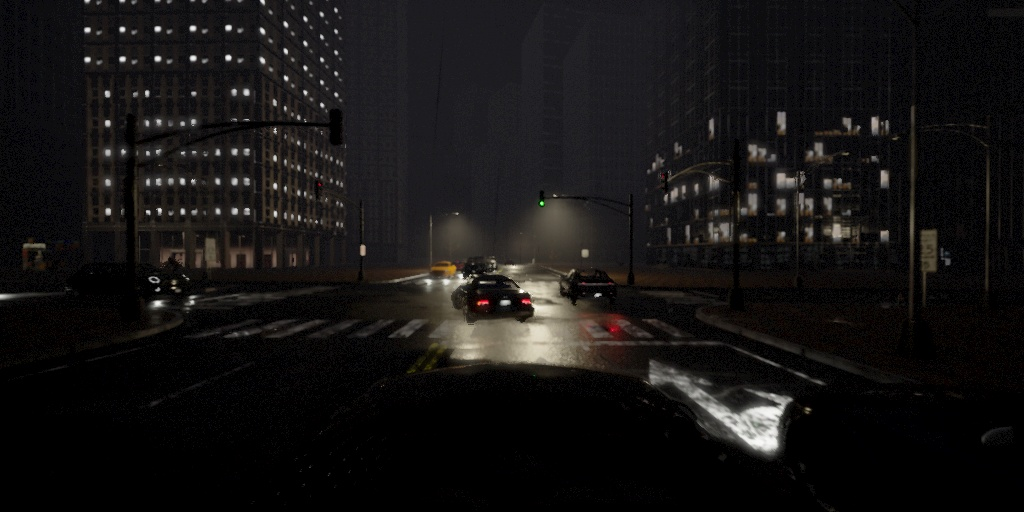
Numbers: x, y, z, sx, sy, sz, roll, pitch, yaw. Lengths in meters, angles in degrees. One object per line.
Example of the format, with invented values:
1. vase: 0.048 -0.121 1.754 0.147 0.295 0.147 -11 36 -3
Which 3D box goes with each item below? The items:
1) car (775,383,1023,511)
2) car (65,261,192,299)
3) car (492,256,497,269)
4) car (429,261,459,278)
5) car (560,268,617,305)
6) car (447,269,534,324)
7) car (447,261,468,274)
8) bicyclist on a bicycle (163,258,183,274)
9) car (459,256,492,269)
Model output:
1. car: 3.350 1.313 1.473 1.994 1.385 4.181 0 0 0
2. car: -18.220 1.071 17.209 4.553 1.767 2.097 0 0 1
3. car: -3.365 1.179 44.251 2.097 1.767 4.553 0 0 0
4. car: -6.612 1.294 34.615 1.882 1.535 5.008 0 0 0
5. car: 3.346 1.309 16.423 2.128 1.511 4.902 0 0 0
6. car: -0.849 1.330 12.189 2.033 1.411 5.357 0 -1 -15
7. car: -6.614 1.352 44.026 1.812 1.442 4.674 0 0 0
8. bicyclist on a bicycle: -24.715 0.942 26.084 0.582 1.620 1.656 0 1 1
9. car: -3.362 1.038 34.297 2.150 2.045 5.566 0 0 0
